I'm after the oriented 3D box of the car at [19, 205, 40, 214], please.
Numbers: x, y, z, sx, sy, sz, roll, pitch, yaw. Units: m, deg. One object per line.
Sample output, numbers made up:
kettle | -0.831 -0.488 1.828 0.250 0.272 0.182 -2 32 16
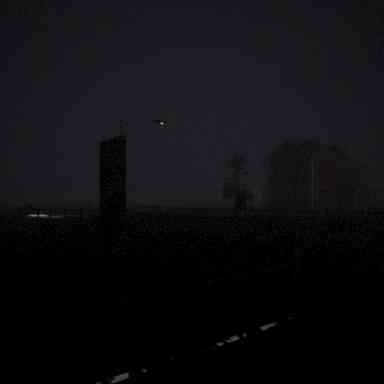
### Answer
car | -23.374 2.455 47.513 1.895 1.301 4.718 0 -1 -43
